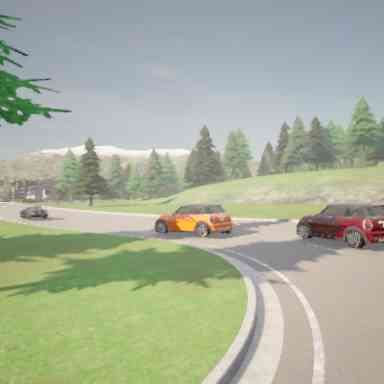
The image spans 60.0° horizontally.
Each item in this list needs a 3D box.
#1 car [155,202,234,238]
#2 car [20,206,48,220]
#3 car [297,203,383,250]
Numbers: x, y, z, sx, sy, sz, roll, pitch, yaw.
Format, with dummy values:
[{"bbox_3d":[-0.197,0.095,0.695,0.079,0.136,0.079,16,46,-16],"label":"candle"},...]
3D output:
[{"bbox_3d":[-0.001,1.460,18.496,4.553,1.767,2.097,-2,0,43],"label":"car"},{"bbox_3d":[-16.964,2.207,35.609,2.033,1.411,5.357,-1,0,-39],"label":"car"},{"bbox_3d":[6.515,1.259,14.259,2.097,1.767,4.553,-2,0,-17],"label":"car"}]
